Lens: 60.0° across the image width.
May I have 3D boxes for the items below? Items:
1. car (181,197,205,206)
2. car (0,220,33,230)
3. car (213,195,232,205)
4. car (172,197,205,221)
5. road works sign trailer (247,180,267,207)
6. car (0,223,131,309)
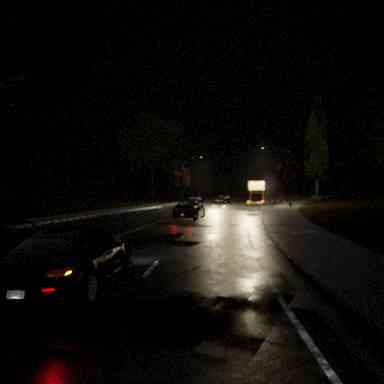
[{"bbox_3d":[0.186,1.394,50.344,1.895,1.301,4.718,-1,0,22],"label":"car"},{"bbox_3d":[-6.055,1.592,10.274,1.895,1.301,4.718,0,0,5],"label":"car"},{"bbox_3d":[4.877,1.231,52.990,1.837,1.490,4.892,-1,0,24],"label":"car"},{"bbox_3d":[-0.190,1.424,26.288,2.128,1.511,4.902,0,0,12],"label":"car"},{"bbox_3d":[9.147,0.178,46.818,2.380,3.560,2.880,0,0,25],"label":"road works sign trailer"},{"bbox_3d":[-2.761,1.519,7.775,1.812,1.442,4.674,0,0,3],"label":"car"}]
